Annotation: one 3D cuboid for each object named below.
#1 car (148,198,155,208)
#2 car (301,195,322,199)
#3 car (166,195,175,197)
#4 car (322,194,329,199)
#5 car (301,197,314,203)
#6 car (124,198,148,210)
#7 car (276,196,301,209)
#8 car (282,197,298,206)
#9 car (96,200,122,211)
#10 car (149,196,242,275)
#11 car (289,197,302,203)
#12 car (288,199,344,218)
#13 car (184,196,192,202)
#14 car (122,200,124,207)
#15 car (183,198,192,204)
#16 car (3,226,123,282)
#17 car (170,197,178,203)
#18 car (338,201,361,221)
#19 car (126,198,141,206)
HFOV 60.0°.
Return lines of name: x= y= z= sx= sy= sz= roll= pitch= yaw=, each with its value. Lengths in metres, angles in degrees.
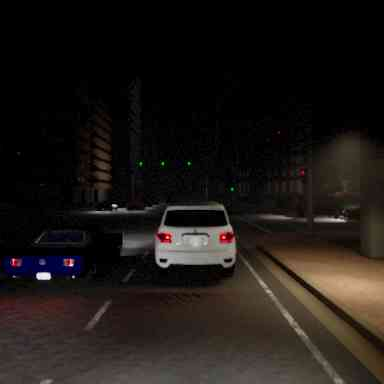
car: x=-7.938 y=1.867 z=56.556 sx=1.837 sy=1.490 sz=4.892 roll=0 pitch=0 yaw=0
car: x=16.133 y=1.456 z=46.554 sx=1.905 sy=1.878 sz=3.866 roll=0 pitch=0 yaw=0
car: x=-4.404 y=1.673 z=70.101 sx=2.150 sy=2.045 sz=5.566 roll=0 pitch=0 yaw=0
car: x=30.154 y=1.662 z=79.185 sx=1.932 sy=1.855 sz=4.605 roll=0 pitch=0 yaw=0
car: x=27.471 y=1.872 z=79.131 sx=1.784 sy=1.438 sz=3.905 roll=0 pitch=0 yaw=0
car: x=-7.909 y=1.781 z=47.285 sx=1.882 sy=1.535 sz=5.008 roll=0 pitch=0 yaw=0
car: x=13.239 y=1.453 z=46.605 sx=1.932 sy=1.855 sz=4.605 roll=0 pitch=0 yaw=0
car: x=18.822 y=1.807 z=64.022 sx=1.970 sy=1.475 sz=3.806 roll=0 pitch=0 yaw=0
car: x=-11.404 y=1.837 z=45.186 sx=2.033 sy=1.411 sz=5.357 roll=0 pitch=0 yaw=0
car: x=0.105 y=1.295 z=10.825 sx=2.150 sy=2.045 sz=5.566 roll=0 pitch=0 yaw=0
car: x=24.576 y=1.904 z=79.129 sx=1.970 sy=1.475 sz=3.806 roll=0 pitch=0 yaw=0
car: x=12.296 y=1.713 z=32.374 sx=4.892 sy=1.490 sz=1.837 roll=0 pitch=0 yaw=0
car: x=-0.984 y=1.850 z=85.305 sx=1.882 sy=1.535 sz=5.008 roll=0 pitch=0 yaw=0
car: x=-11.435 y=1.952 z=54.777 sx=1.895 sy=1.301 sz=4.718 roll=0 pitch=0 yaw=0
car: x=-0.944 y=2.039 z=76.468 sx=1.994 sy=1.385 sz=4.181 roll=0 pitch=0 yaw=0
car: x=-3.402 y=1.665 z=9.895 sx=1.895 sy=1.301 sz=4.718 roll=0 pitch=0 yaw=0
car: x=-4.484 y=2.047 z=85.307 sx=1.837 sy=1.490 sz=4.892 roll=0 pitch=0 yaw=0
car: x=15.451 y=1.750 z=28.839 sx=4.181 sy=1.385 sz=1.994 roll=0 pitch=0 yaw=1
car: x=-11.423 y=1.896 z=65.264 sx=1.882 sy=1.535 sz=5.008 roll=0 pitch=0 yaw=0
